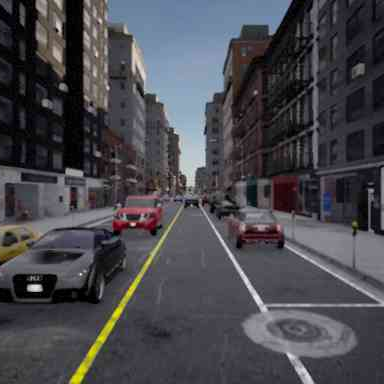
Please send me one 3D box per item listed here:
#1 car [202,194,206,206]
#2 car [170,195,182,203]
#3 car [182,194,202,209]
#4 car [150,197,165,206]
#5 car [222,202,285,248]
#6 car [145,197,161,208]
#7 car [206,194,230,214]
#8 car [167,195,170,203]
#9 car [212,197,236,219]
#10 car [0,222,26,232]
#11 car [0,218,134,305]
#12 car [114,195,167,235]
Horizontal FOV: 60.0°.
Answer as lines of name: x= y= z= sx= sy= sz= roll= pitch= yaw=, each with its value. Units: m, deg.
car: x=2.596 y=1.249 z=52.732 sx=2.192 sy=1.841 sz=5.009 roll=0 pitch=0 yaw=0
car: x=-2.814 y=1.405 z=66.596 sx=1.882 sy=1.535 sz=5.008 roll=0 pitch=0 yaw=0
car: x=-0.032 y=1.359 z=43.876 sx=1.837 sy=1.490 sz=4.892 roll=0 pitch=0 yaw=0
car: x=-5.428 y=1.516 z=52.730 sx=1.802 sy=1.307 sz=4.206 roll=0 pitch=0 yaw=0
car: x=2.627 y=1.423 z=14.552 sx=1.967 sy=1.590 sz=4.097 roll=0 pitch=0 yaw=0
car: x=-5.423 y=1.464 z=47.106 sx=1.752 sy=1.417 sz=4.829 roll=0 pitch=0 yaw=0
car: x=2.954 y=1.182 z=35.268 sx=2.150 sy=2.045 sz=5.566 roll=0 pitch=0 yaw=0
car: x=-5.441 y=1.368 z=69.090 sx=1.967 sy=1.590 sz=4.097 roll=0 pitch=0 yaw=0
car: x=2.999 y=1.468 z=28.238 sx=1.837 sy=1.490 sz=4.892 roll=0 pitch=0 yaw=0
car: x=-5.394 y=1.515 z=8.930 sx=1.752 sy=1.417 sz=4.829 roll=0 pitch=0 yaw=0
car: x=-2.853 y=1.555 z=8.029 sx=1.994 sy=1.385 sz=4.181 roll=0 pitch=0 yaw=0
car: x=-2.855 y=1.199 z=18.794 sx=2.150 sy=2.045 sz=5.566 roll=0 pitch=0 yaw=0
